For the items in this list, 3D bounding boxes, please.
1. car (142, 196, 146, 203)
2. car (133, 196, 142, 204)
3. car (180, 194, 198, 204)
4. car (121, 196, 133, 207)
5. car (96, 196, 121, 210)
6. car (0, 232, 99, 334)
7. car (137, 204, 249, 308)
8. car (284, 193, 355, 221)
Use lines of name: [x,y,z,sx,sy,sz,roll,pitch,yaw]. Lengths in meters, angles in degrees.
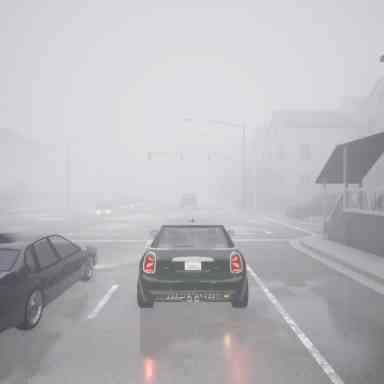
car: [-11.225,1.521,72.197,2.128,1.511,4.902,0,0,-1]
car: [-11.181,1.491,61.924,2.128,1.511,4.902,0,0,0]
car: [-0.392,1.221,44.336,2.150,2.045,5.566,0,0,1]
car: [-11.115,1.351,52.317,2.097,1.767,4.553,0,0,-1]
car: [-11.030,1.564,43.200,1.994,1.385,4.181,0,0,-1]
car: [-3.486,1.547,6.823,2.033,1.411,5.357,0,0,0]
car: [0.005,1.352,8.104,2.097,1.767,4.553,0,0,0]
car: [10.608,1.249,27.851,5.566,2.045,2.150,-4,0,0]
